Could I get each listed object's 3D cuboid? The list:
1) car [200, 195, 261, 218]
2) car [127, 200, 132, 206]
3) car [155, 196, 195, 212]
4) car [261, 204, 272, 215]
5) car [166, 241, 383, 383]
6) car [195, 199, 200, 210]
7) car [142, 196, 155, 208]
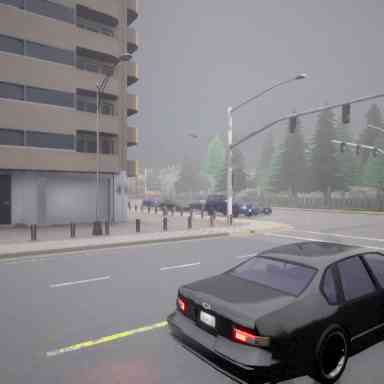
[{"bbox_3d":[3.506,1.277,31.639,2.150,2.045,5.566,0,0,-36],"label":"car"},{"bbox_3d":[-11.091,1.561,51.944,1.837,1.490,4.892,0,0,-36],"label":"car"},{"bbox_3d":[-2.087,1.559,39.405,1.837,1.490,4.892,0,0,-36],"label":"car"},{"bbox_3d":[6.127,1.619,33.990,1.994,1.385,4.181,0,0,-36],"label":"car"},{"bbox_3d":[2.238,1.547,5.377,5.357,1.411,2.033,0,0,-35],"label":"car"},{"bbox_3d":[1.094,1.581,40.992,1.812,1.442,4.674,0,0,-36],"label":"car"},{"bbox_3d":[-5.800,1.407,50.567,2.097,1.767,4.553,0,0,-36],"label":"car"}]
